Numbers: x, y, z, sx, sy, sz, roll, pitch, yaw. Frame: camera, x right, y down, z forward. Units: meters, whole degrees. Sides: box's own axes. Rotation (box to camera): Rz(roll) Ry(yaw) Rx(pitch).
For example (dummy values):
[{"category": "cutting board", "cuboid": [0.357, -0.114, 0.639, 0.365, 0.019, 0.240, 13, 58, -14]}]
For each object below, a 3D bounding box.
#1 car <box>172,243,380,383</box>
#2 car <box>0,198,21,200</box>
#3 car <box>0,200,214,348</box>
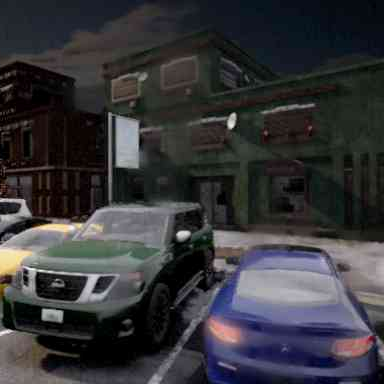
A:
[{"category": "car", "cuboid": [1.426, 1.527, 5.086, 2.002, 1.452, 4.674, 0, -1, 16]}, {"category": "car", "cuboid": [-8.335, 1.252, 12.058, 2.435, 2.045, 5.566, 0, -1, 16]}, {"category": "car", "cuboid": [-0.999, 1.239, 6.815, 2.435, 2.045, 5.566, 1, -1, 15]}]
